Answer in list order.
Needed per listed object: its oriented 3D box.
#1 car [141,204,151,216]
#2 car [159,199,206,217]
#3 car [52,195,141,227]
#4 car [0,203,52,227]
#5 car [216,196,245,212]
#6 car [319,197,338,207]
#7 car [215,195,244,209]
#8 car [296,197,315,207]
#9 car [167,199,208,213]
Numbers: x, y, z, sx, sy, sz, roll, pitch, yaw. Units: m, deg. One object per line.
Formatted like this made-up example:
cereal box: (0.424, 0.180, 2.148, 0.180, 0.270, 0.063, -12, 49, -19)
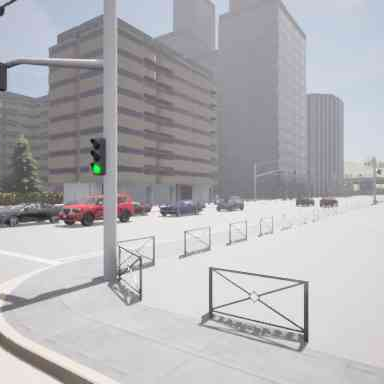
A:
car: (-5.953, 1.601, 30.557, 1.895, 1.301, 4.718, 0, 0, 35)
car: (-1.006, 1.601, 31.569, 1.895, 1.301, 4.718, 0, 0, 35)
car: (-6.550, 1.221, 23.524, 2.150, 2.045, 5.566, 0, 0, 35)
car: (-11.213, 1.492, 22.925, 2.128, 1.511, 4.902, 0, 0, 35)
car: (4.679, 1.526, 39.790, 1.812, 1.442, 4.674, 0, 0, 35)
car: (20.874, 1.478, 50.652, 1.882, 1.535, 5.008, 0, 0, 35)
car: (5.385, 1.352, 46.938, 2.097, 1.767, 4.553, 0, 0, 35)
car: (17.950, 1.478, 52.546, 1.882, 1.535, 5.008, 0, 0, 35)
car: (-0.407, 1.547, 38.601, 2.033, 1.411, 5.357, 0, 0, 35)
